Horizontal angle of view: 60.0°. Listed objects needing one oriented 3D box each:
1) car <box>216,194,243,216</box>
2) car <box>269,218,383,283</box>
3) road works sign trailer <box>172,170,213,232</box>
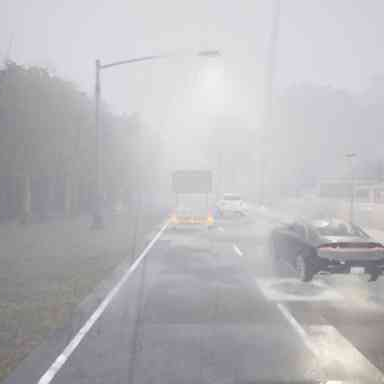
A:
[{"bbox_3d":[3.603,1.212,32.258,2.150,2.045,5.566,0,0,0],"label":"car"},{"bbox_3d":[3.603,1.490,9.670,2.128,1.511,4.902,0,0,0],"label":"car"},{"bbox_3d":[0.009,0.459,19.840,2.380,3.560,2.880,0,0,0],"label":"road works sign trailer"}]
